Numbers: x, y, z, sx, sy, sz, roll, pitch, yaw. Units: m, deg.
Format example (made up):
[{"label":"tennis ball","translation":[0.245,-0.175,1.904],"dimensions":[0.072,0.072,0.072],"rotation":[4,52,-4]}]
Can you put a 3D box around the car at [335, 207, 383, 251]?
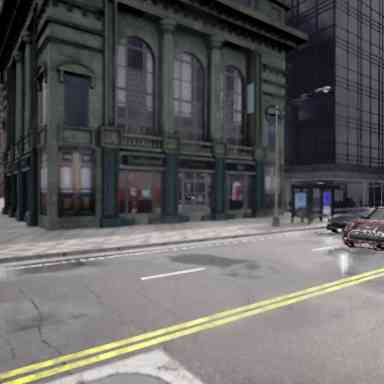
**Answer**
[{"label":"car","translation":[8.160,1.369,13.474],"dimensions":[4.553,1.767,2.097],"rotation":[0,0,-35]}]

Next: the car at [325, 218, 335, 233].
[{"label":"car","translation":[9.742,1.569,18.572],"dimensions":[5.357,1.411,2.033],"rotation":[0,0,-35]}]
